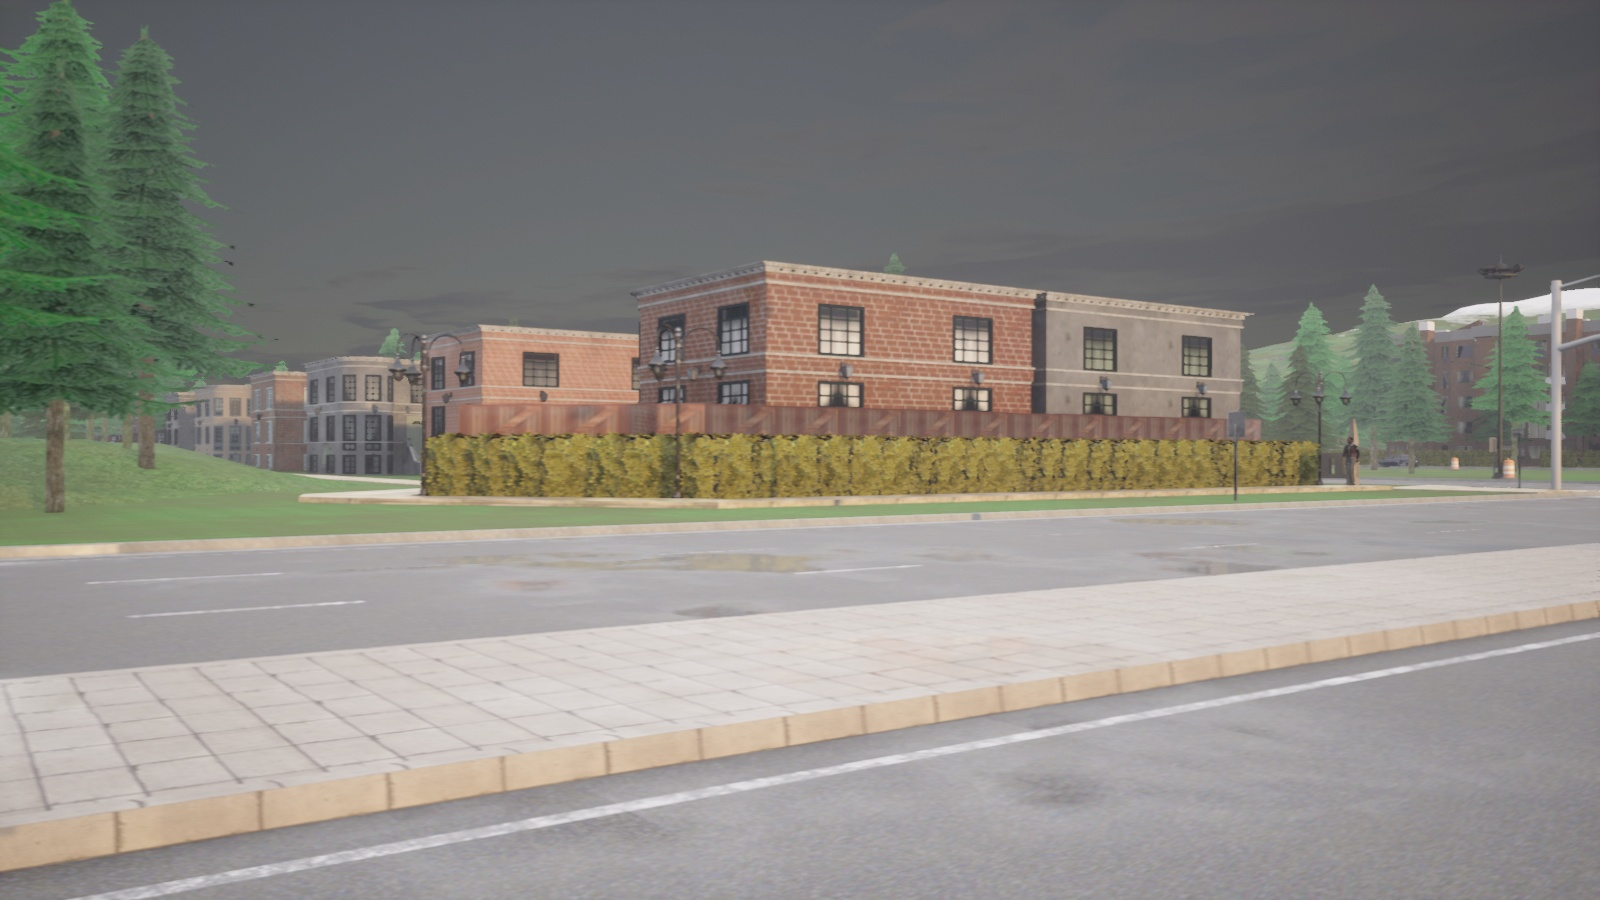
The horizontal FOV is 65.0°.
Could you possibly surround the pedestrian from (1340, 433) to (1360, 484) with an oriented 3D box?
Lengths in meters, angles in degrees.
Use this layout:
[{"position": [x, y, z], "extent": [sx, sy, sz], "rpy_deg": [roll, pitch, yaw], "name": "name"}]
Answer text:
[{"position": [20.601, 0.316, 47.020], "extent": [0.666, 1.930, 0.402], "rpy_deg": [0, 0, -35], "name": "pedestrian"}]
